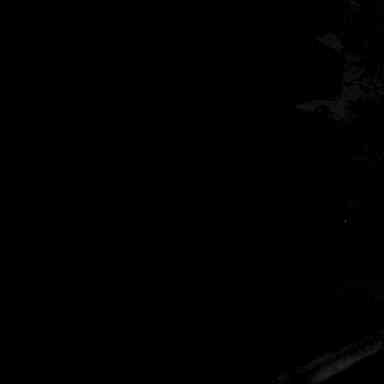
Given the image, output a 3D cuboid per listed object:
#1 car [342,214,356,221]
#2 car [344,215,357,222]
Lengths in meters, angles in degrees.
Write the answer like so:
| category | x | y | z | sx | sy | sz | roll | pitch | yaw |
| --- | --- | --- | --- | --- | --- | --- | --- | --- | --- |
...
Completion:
| category | x | y | z | sx | sy | sz | roll | pitch | yaw |
| --- | --- | --- | --- | --- | --- | --- | --- | --- | --- |
| car | 34.547 | 5.486 | 73.167 | 1.994 | 1.385 | 4.181 | 1 | -2 | 34 |
| car | 28.670 | 4.701 | 58.097 | 1.882 | 1.535 | 5.008 | 2 | -3 | 10 |
